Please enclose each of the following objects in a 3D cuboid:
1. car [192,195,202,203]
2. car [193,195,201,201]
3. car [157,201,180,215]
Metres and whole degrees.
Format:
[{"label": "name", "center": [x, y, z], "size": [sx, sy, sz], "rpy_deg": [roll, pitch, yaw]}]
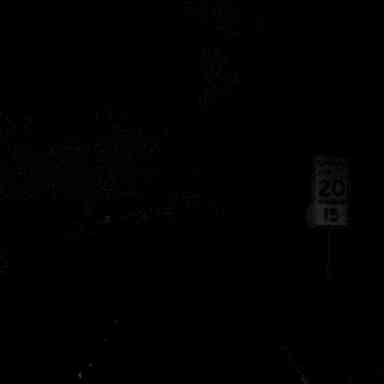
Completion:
[{"label": "car", "center": [1.097, 1.406, 72.949], "size": [2.097, 1.767, 4.553], "rpy_deg": [1, 0, 1]}, {"label": "car", "center": [1.248, 1.494, 82.989], "size": [1.812, 1.442, 4.674], "rpy_deg": [1, 0, 1]}, {"label": "car", "center": [-2.259, 1.550, 33.214], "size": [1.994, 1.385, 4.181], "rpy_deg": [1, 0, 1]}]
